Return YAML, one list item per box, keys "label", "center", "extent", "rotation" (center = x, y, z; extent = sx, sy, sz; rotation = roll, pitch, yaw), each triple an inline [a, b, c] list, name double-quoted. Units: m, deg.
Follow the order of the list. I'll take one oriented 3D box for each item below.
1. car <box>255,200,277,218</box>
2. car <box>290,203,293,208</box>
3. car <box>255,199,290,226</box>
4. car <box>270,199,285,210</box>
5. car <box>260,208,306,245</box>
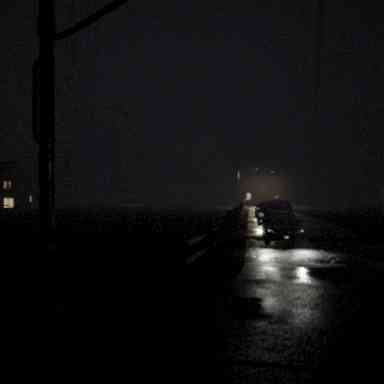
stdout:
- label: "car"
  center: [7.999, 1.821, 36.419]
  extent: [2.097, 1.767, 4.553]
  rotation: [-1, -1, 10]
- label: "car"
  center: [12.484, 1.896, 45.362]
  extent: [2.097, 1.767, 4.553]
  rotation: [-1, -1, 10]
- label: "car"
  center: [6.251, 1.694, 26.499]
  extent: [2.097, 1.767, 4.553]
  rotation: [-1, -1, 10]
- label: "car"
  center: [14.139, 2.016, 55.046]
  extent: [2.097, 1.767, 4.553]
  rotation: [-1, -1, 10]
- label: "car"
  center: [4.586, 1.745, 16.970]
  extent: [1.812, 1.442, 4.674]
  rotation: [-1, -1, 10]
